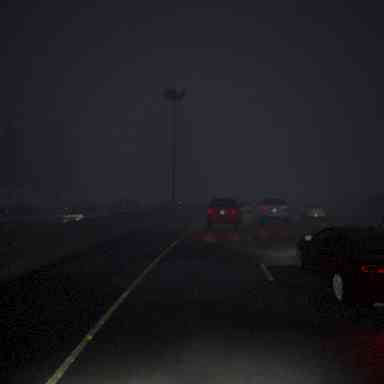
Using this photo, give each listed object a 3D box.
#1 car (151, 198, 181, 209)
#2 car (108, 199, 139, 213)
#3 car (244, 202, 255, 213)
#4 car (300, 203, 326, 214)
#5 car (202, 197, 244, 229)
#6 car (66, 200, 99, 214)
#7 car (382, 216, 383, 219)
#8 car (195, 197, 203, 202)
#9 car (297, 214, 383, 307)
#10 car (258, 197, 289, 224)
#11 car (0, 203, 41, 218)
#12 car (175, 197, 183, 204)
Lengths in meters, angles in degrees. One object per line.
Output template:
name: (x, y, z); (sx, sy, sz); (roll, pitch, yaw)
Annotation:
car: (-3.602, 1.845, 44.098); (2.033, 1.411, 5.357); (0, 0, 17)
car: (-8.274, 1.614, 40.442); (2.097, 1.767, 4.553); (0, 0, 16)
car: (6.755, 1.904, 41.330); (1.895, 1.301, 4.718); (0, 0, 17)
car: (10.908, 1.761, 30.137); (1.812, 1.442, 4.674); (0, 0, 13)
car: (2.334, 1.390, 23.321); (2.150, 2.045, 5.566); (0, 0, 10)
car: (-12.482, 1.742, 38.251); (1.837, 1.490, 4.892); (0, -1, 15)
car: (7.643, 1.638, 10.386); (2.033, 1.411, 5.357); (0, 0, 5)
car: (2.397, 1.865, 75.966); (1.882, 1.535, 5.008); (0, 0, 27)
car: (4.002, 1.544, 8.151); (1.882, 1.535, 5.008); (0, 0, 3)
car: (6.597, 1.425, 27.039); (2.150, 2.045, 5.566); (0, 0, 12)
car: (-17.341, 1.790, 33.024); (1.895, 1.301, 4.718); (0, 0, 12)
car: (-3.608, 1.963, 71.888); (1.837, 1.490, 4.892); (0, 0, 25)
